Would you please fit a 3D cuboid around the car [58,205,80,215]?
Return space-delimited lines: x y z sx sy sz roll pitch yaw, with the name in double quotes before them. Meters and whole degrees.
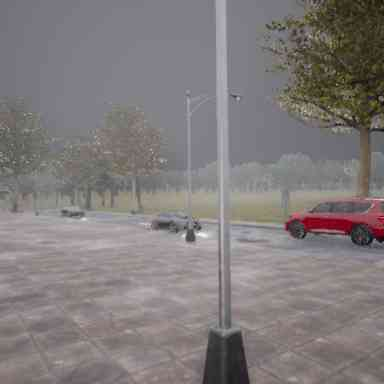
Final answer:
"car" -20.466 2.909 55.095 2.033 1.411 5.357 -1 -1 -36

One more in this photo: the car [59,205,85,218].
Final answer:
"car" -15.335 2.526 42.949 1.882 1.535 5.008 -1 -1 -35

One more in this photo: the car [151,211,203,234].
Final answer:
"car" -1.119 1.998 22.896 1.994 1.385 4.181 -1 -1 -36

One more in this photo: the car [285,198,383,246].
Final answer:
"car" 7.246 1.349 16.236 2.150 2.045 5.566 -1 -1 -36
